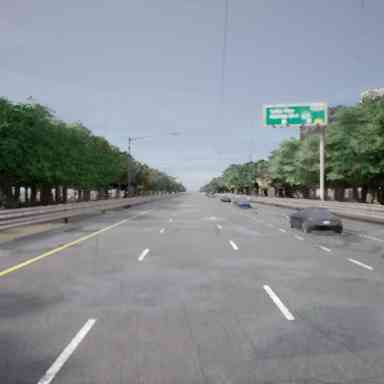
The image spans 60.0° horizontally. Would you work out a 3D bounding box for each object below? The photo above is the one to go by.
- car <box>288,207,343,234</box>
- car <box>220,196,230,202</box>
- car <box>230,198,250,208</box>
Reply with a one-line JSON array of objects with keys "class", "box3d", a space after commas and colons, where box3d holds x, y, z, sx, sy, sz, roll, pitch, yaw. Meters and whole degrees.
[{"class": "car", "box3d": [7.027, 1.566, 19.341, 1.994, 1.385, 4.181, 0, 0, 0]}, {"class": "car", "box3d": [7.157, 1.529, 71.691, 1.994, 1.385, 4.181, 0, 0, 0]}, {"class": "car", "box3d": [7.096, 1.533, 47.567, 2.033, 1.411, 5.357, 0, 0, 0]}]
